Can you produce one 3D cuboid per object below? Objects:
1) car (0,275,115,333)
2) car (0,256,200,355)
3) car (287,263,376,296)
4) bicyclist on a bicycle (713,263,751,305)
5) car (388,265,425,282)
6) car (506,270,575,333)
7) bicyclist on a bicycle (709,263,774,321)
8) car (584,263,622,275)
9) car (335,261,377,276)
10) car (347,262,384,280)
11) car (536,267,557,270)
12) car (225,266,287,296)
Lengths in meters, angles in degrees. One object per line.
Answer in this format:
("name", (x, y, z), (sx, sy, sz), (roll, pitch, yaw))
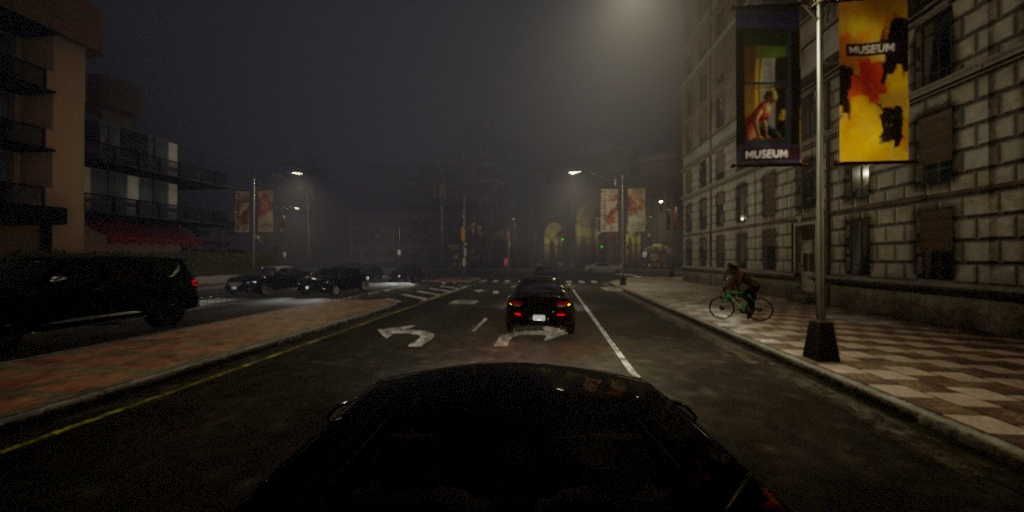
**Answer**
("car", (-14.512, 1.321, 9.366), (2.033, 1.411, 5.357), (0, 0, 6))
("car", (-11.038, 0.999, 8.876), (2.150, 2.045, 5.566), (0, -1, 7))
("car", (-9.855, 1.338, 20.100), (1.837, 1.490, 4.892), (0, -1, 6))
("bicyclist on a bicycle", (9.134, 1.126, 14.892), (1.656, 1.620, 0.582), (0, 0, -28))
("car", (-8.899, 1.450, 30.596), (1.994, 1.385, 4.181), (0, 0, 3))
("car", (0.901, 1.323, 10.892), (1.812, 1.442, 4.674), (0, 0, 6))
("bicyclist on a bicycle", (6.755, 1.102, 10.608), (1.656, 1.620, 0.582), (0, 0, 22))
("car", (10.980, 1.494, 42.908), (4.674, 1.442, 1.812), (0, 0, 6))
("car", (-17.477, 1.402, 40.101), (5.008, 1.535, 1.882), (0, 0, 34))
("car", (-12.639, 1.432, 31.179), (2.033, 1.411, 5.357), (0, 0, -5))
("car", (2.135, 1.381, 22.237), (1.812, 1.442, 4.674), (0, 0, 6))
("car", (-13.392, 1.321, 20.060), (2.128, 1.511, 4.902), (0, 0, 6))
